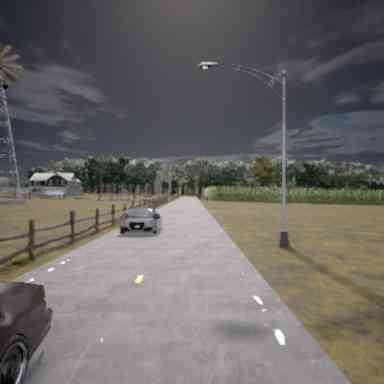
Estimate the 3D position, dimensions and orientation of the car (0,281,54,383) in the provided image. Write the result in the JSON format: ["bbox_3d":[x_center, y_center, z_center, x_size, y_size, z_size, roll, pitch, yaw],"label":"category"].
[{"bbox_3d":[-2.823,1.556,2.264,2.033,1.411,5.357,0,0,0],"label":"car"}]

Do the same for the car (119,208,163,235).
[{"bbox_3d":[-2.800,1.588,18.994,1.994,1.385,4.181,0,0,1],"label":"car"}]
